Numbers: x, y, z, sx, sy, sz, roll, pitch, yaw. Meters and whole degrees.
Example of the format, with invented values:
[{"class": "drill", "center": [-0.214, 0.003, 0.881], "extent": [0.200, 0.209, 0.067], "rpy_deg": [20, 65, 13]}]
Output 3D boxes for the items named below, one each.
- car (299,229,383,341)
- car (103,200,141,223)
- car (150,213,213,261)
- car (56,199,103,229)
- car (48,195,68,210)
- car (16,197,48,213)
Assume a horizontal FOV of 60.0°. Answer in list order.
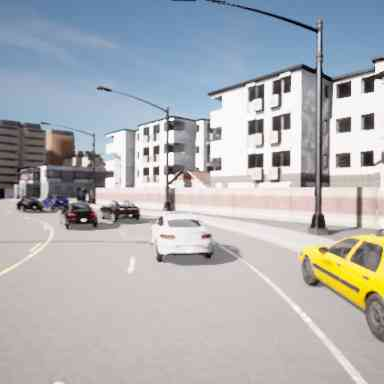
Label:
[{"class": "car", "center": [3.656, 1.455, 6.405], "extent": [1.801, 1.575, 5.366], "rpy_deg": [0, 0, -1]}, {"class": "car", "center": [-5.383, 1.355, 24.423], "extent": [2.128, 1.511, 4.902], "rpy_deg": [0, 0, -31]}, {"class": "car", "center": [-0.494, 1.472, 12.067], "extent": [1.812, 1.442, 4.674], "rpy_deg": [0, 0, -10]}, {"class": "car", "center": [-7.110, 1.392, 20.690], "extent": [1.812, 1.442, 4.674], "rpy_deg": [1, 0, -27]}, {"class": "car", "center": [-15.527, 1.090, 37.929], "extent": [2.097, 1.767, 4.553], "rpy_deg": [0, 0, -38]}, {"class": "car", "center": [-16.440, 1.276, 33.616], "extent": [1.812, 1.442, 4.674], "rpy_deg": [0, 0, -38]}]
